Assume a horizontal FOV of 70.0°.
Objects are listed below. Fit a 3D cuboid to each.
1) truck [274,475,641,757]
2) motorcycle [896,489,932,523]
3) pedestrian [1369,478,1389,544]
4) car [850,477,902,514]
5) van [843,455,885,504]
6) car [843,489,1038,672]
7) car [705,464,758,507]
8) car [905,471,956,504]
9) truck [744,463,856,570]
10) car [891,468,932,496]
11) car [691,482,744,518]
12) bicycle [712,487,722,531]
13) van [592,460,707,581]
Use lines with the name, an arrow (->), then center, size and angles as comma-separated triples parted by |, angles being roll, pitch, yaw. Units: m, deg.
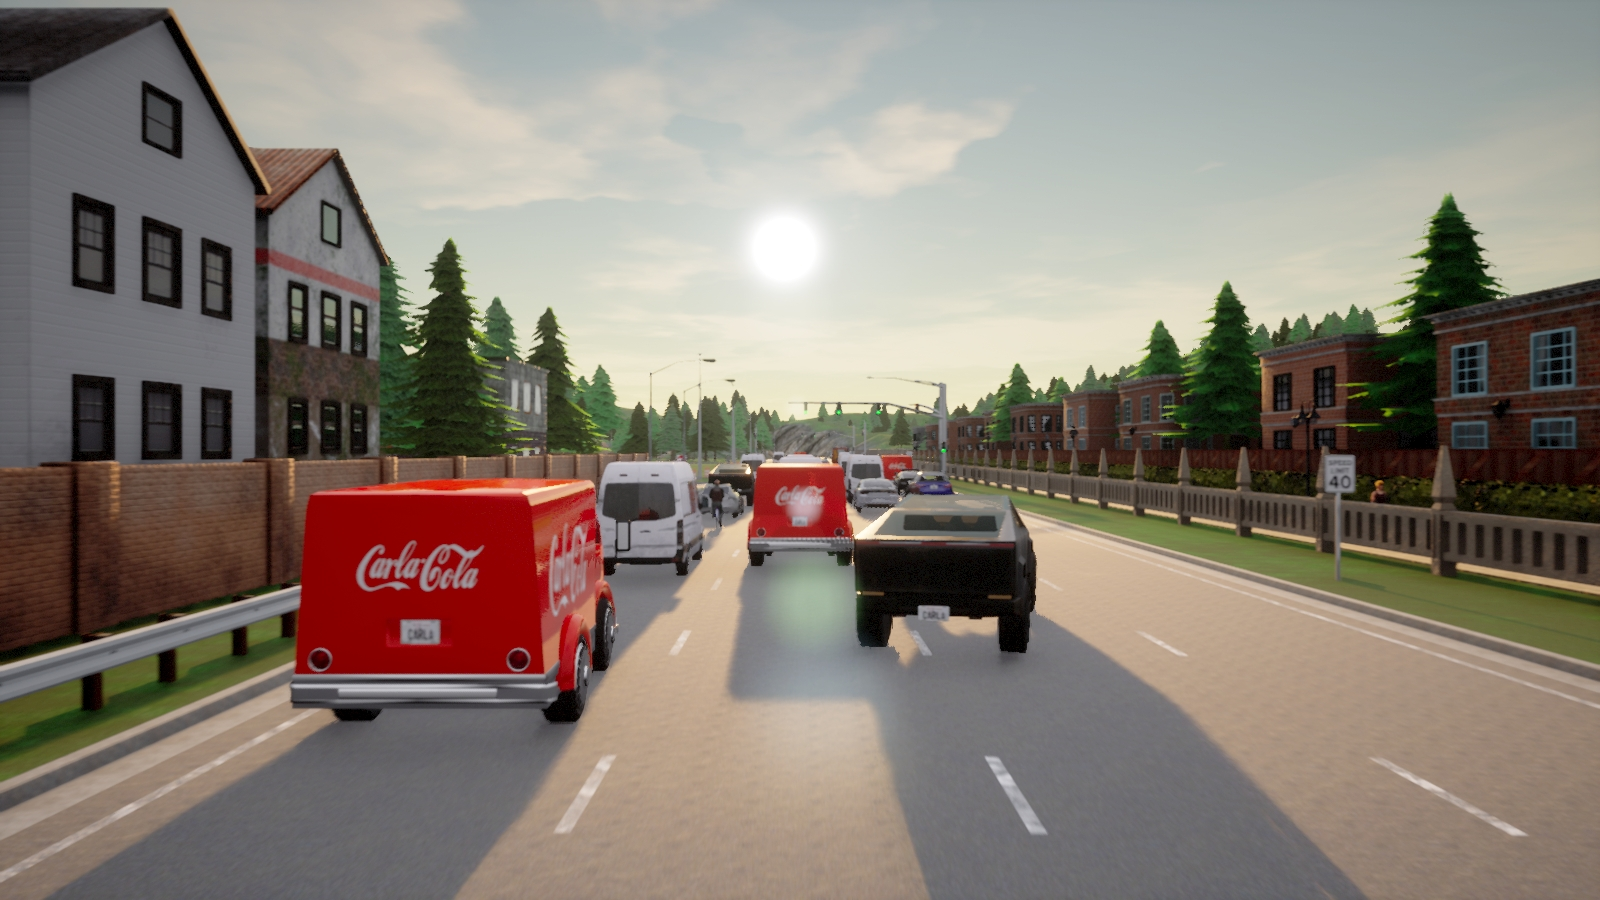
truck -> -3.498, 1.576, 13.050 | 2.627, 2.467, 5.204 | 0, 0, 0
motorcycle -> 4.585, 2.235, 46.156 | 0.867, 1.251, 2.209 | 0, 0, -10
pedestrian -> 16.398, 1.723, 32.361 | 0.375, 1.860, 0.375 | 0, 0, 0
car -> 3.507, 2.069, 53.487 | 2.097, 1.535, 5.006 | 0, 0, 0
van -> 3.518, 1.576, 63.603 | 1.988, 2.561, 5.915 | 0, 0, 0
car -> 2.426, 1.766, 17.834 | 2.390, 2.098, 6.274 | 0, 0, 13
car -> -3.490, 1.792, 59.678 | 2.390, 2.098, 6.274 | 0, 0, 0
car -> 7.010, 2.006, 61.795 | 2.242, 1.667, 4.611 | 0, 0, 0
truck -> 0.005, 1.583, 29.279 | 2.627, 2.467, 5.204 | 0, 0, 0
car -> 7.011, 2.029, 72.571 | 2.097, 1.638, 5.238 | 0, 0, 0
car -> -3.522, 2.151, 49.571 | 1.994, 1.385, 4.181 | 0, 0, 0
bicycle -> -2.961, 2.087, 40.691 | 0.329, 1.471, 1.835 | 0, 0, -5
van -> -3.499, 1.553, 27.692 | 1.988, 2.561, 5.915 | 0, 0, 0
